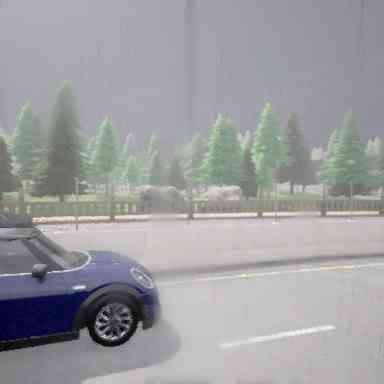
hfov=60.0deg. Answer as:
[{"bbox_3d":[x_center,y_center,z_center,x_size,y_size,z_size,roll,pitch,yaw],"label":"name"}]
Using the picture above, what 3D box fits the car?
[{"bbox_3d":[-2.812,1.357,5.181,4.553,1.767,2.097,0,0,-23],"label":"car"}]
